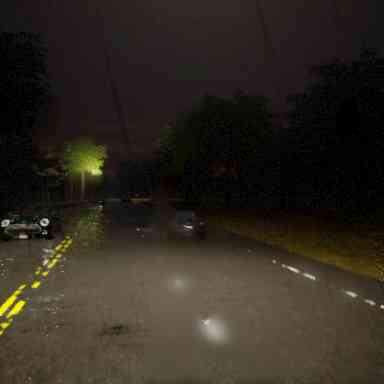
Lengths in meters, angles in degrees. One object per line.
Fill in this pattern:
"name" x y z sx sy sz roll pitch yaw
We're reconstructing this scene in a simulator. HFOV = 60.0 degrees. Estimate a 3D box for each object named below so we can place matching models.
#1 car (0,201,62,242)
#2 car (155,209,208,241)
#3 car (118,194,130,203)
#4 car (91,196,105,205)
"car" -7.829 1.348 16.564 2.097 1.767 4.553 0 0 -14
"car" -0.635 1.547 16.643 1.994 1.385 4.181 0 0 -14
"car" -14.217 1.560 71.201 2.128 1.511 4.902 0 0 -14
"car" -16.037 1.508 56.842 1.837 1.490 4.892 0 0 -7
